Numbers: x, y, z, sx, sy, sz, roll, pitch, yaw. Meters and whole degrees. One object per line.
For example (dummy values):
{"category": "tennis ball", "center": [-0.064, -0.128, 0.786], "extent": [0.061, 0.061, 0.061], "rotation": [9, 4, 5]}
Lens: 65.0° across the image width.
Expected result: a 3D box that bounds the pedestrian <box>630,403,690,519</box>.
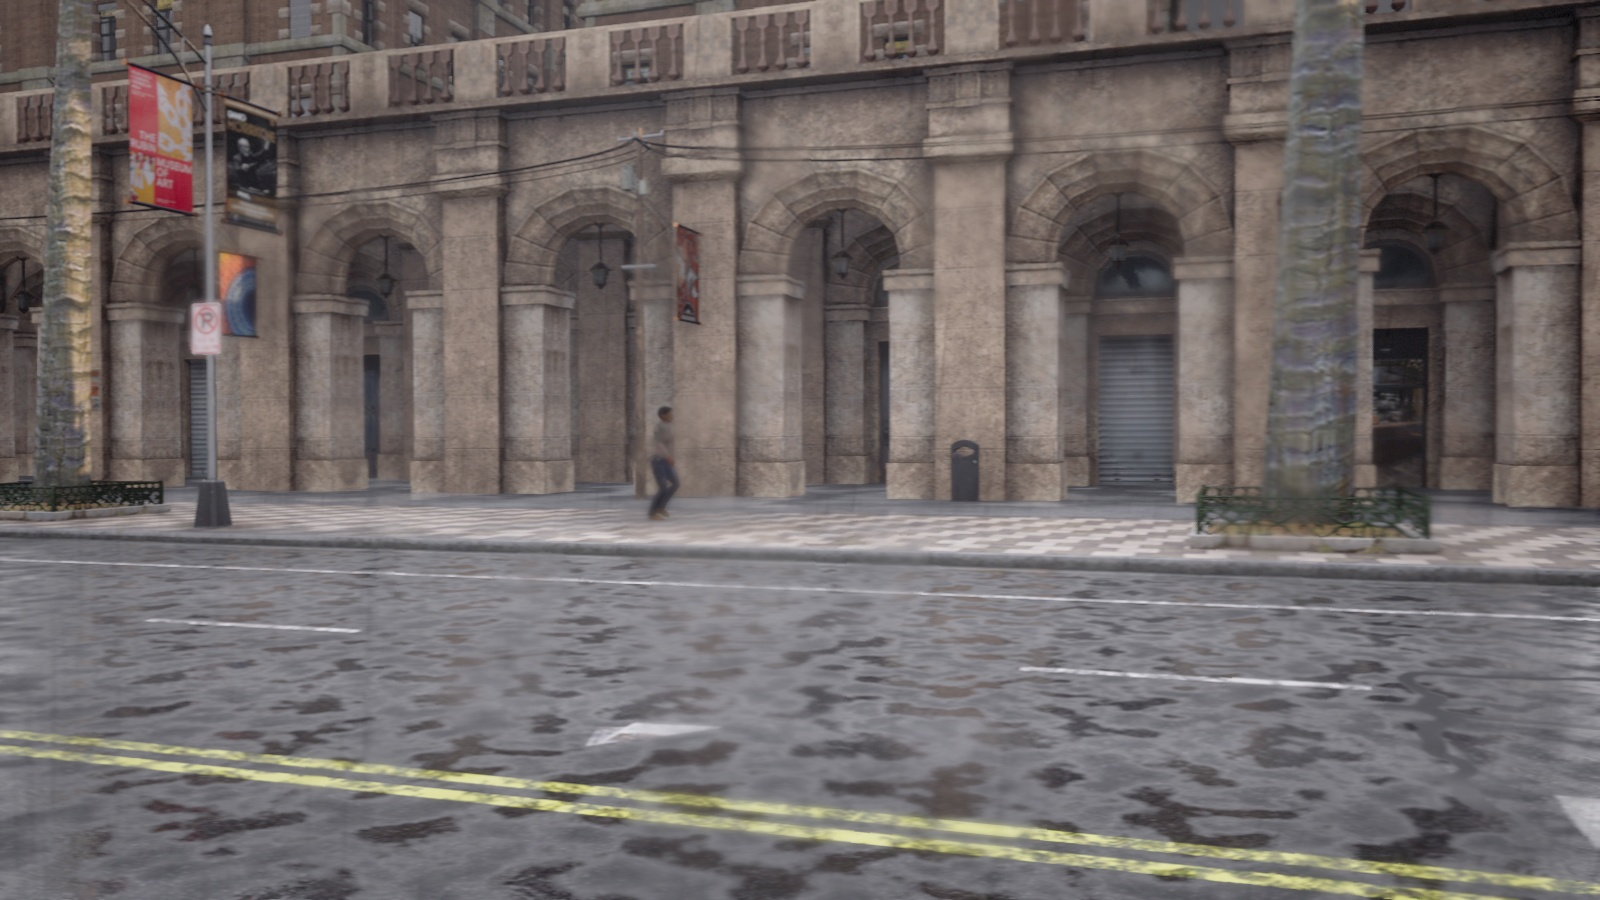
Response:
{"category": "pedestrian", "center": [-2.197, 0.162, 19.714], "extent": [0.869, 1.805, 0.328], "rotation": [0, 1, 14]}
